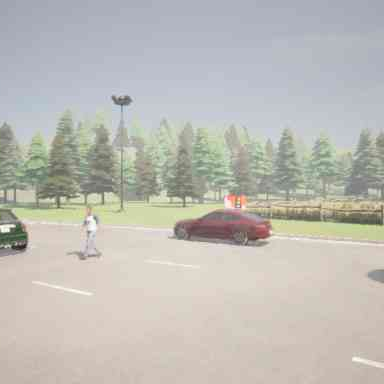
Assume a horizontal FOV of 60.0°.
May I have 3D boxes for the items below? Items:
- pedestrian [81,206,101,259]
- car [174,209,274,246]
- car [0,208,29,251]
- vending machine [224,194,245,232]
[{"bbox_3d":[-3.365,1.294,11.126,0.375,1.860,0.375,0,0,29],"label":"pedestrian"},{"bbox_3d":[1.367,1.525,15.189,4.674,1.442,1.812,0,0,31],"label":"car"},{"bbox_3d":[-8.400,1.352,12.537,4.553,1.767,2.097,0,0,27],"label":"car"},{"bbox_3d":[2.499,1.195,19.379,0.880,2.100,1.100,0,0,30],"label":"vending machine"}]
